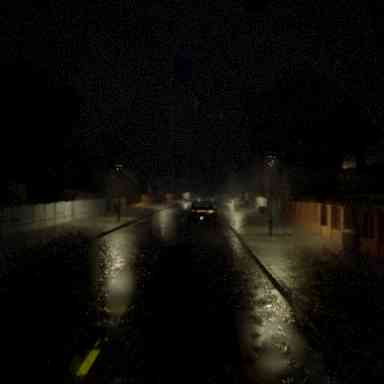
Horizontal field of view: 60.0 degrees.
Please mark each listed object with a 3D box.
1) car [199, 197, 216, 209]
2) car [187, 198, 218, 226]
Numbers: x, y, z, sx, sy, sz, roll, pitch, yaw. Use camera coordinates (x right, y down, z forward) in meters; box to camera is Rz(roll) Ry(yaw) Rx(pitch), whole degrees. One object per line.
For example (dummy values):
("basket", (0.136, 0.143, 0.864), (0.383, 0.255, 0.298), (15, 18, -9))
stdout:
("car", (1.973, 1.364, 41.436), (1.895, 1.301, 4.718), (0, 0, 5))
("car", (0.701, 1.358, 22.421), (2.128, 1.511, 4.902), (0, 0, 3))
